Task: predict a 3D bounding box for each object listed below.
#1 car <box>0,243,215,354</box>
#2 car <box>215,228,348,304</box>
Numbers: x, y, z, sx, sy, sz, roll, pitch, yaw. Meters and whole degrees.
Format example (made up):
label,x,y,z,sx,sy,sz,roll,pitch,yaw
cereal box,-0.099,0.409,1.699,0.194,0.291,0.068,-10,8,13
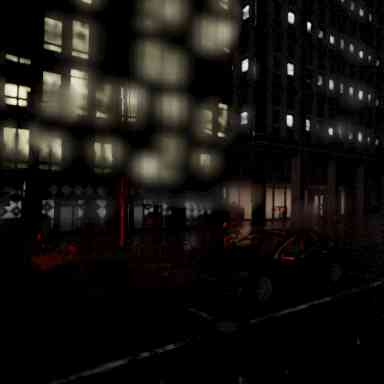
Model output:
label,x,y,z,sx,sy,sz,roll,pitch,yaw
car,-2.122,1.537,5.193,4.829,1.417,1.752,1,0,-35
car,2.097,1.612,8.200,4.403,1.369,2.008,1,0,-35
